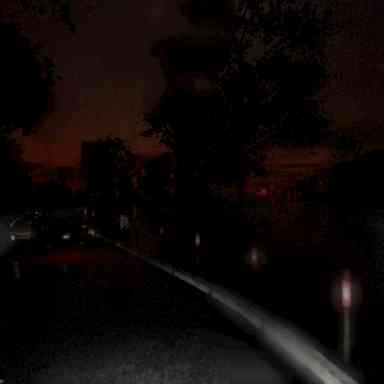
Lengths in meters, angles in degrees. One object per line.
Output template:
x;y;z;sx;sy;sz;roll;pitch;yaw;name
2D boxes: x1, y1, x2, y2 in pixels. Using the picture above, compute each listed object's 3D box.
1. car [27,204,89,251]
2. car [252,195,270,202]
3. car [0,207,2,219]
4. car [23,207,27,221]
-5.740;1.464;14.170;1.882;1.535;5.008;0;0;-29;car
19.492;1.926;92.959;4.553;1.767;2.185;0;-1;8;car
-15.928;1.517;25.841;2.128;1.511;4.902;0;0;-28;car
-12.680;1.625;27.485;1.895;1.301;4.718;0;0;-22;car
